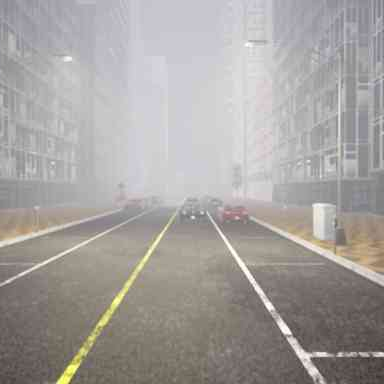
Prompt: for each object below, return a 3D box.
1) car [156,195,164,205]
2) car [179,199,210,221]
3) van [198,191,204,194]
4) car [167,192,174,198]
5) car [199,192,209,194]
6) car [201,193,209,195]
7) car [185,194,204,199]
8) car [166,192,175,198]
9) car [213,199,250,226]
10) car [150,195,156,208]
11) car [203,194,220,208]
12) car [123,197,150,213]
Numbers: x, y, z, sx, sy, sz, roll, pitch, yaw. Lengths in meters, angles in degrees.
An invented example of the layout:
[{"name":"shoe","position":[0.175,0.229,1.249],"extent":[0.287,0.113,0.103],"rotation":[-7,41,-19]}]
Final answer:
[{"name":"car","position":[-5.735,1.153,50.437],"extent":[1.887,1.381,4.507],"rotation":[0,0,0]},{"name":"car","position":[0.076,1.418,24.726],"extent":[1.895,1.301,4.718],"rotation":[0,0,0]},{"name":"van","position":[2.630,0.803,67.512],"extent":[1.690,1.788,3.998],"rotation":[0,1,0]},{"name":"car","position":[-5.767,0.835,84.421],"extent":[1.752,1.417,4.829],"rotation":[0,1,0]},{"name":"car","position":[2.635,1.078,61.820],"extent":[1.947,1.339,4.313],"rotation":[0,0,0]},{"name":"car","position":[2.645,1.174,50.436],"extent":[1.947,1.339,4.313],"rotation":[0,0,0]},{"name":"car","position":[0.062,1.252,40.801],"extent":[1.994,1.385,4.181],"rotation":[0,1,0]},{"name":"car","position":[-5.772,0.807,90.284],"extent":[2.008,1.369,4.403],"rotation":[0,1,0]},{"name":"car","position":[2.671,1.383,21.976],"extent":[1.887,1.381,4.507],"rotation":[0,0,0]},{"name":"car","position":[-5.725,1.284,39.053],"extent":[1.802,1.307,4.206],"rotation":[0,0,0]},{"name":"car","position":[2.655,1.268,39.052],"extent":[1.947,1.339,4.313],"rotation":[0,0,0]},{"name":"car","position":[-5.720,1.293,33.359],"extent":[1.887,1.381,4.507],"rotation":[0,0,0]}]
